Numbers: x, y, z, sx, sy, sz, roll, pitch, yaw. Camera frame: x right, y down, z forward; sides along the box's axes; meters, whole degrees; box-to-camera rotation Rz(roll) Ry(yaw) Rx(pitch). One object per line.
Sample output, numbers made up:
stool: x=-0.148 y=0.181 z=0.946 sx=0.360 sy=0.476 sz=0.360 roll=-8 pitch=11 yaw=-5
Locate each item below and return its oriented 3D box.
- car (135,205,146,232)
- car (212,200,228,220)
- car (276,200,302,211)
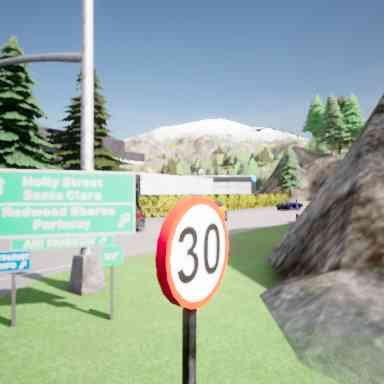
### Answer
car: x=-4.795 y=1.483 z=18.984 sx=2.097 sy=1.767 sz=4.553 roll=0 pitch=0 yaw=36
car: x=1.043 y=1.484 z=27.061 sx=2.097 sy=1.767 sz=4.553 roll=0 pitch=0 yaw=36
car: x=12.487 y=1.734 z=42.811 sx=1.895 sy=1.301 sz=4.718 roll=0 pitch=0 yaw=36
